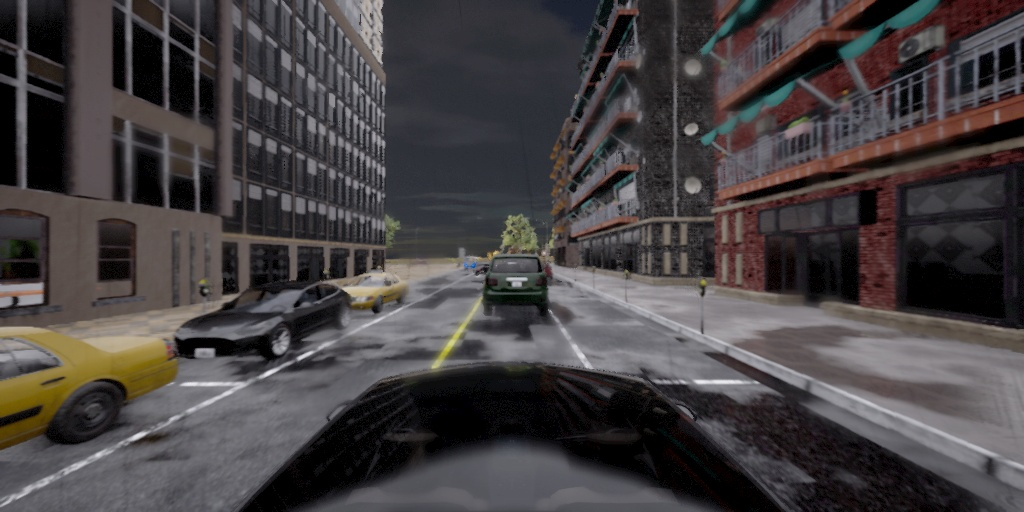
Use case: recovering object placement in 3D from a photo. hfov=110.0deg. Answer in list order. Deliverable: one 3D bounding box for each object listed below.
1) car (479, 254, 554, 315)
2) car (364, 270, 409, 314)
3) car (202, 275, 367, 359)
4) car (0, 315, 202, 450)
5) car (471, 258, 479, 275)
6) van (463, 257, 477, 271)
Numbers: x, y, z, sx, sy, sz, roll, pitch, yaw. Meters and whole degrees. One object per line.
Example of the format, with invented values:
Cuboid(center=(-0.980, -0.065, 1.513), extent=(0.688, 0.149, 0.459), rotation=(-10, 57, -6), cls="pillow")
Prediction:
Cuboid(center=(0.096, 0.947, 13.547), extent=(2.150, 2.045, 5.566), rotation=(0, 0, -1), cls="car")
Cuboid(center=(-5.314, 1.250, 13.748), extent=(1.751, 1.417, 4.829), rotation=(0, 0, 0), cls="car")
Cuboid(center=(-5.314, 1.302, 8.385), extent=(1.948, 1.339, 4.313), rotation=(0, 0, 0), cls="car")
Cuboid(center=(-5.315, 1.273, 2.682), extent=(1.751, 1.417, 4.829), rotation=(0, 0, 0), cls="car")
Cuboid(center=(-2.807, 1.239, 37.715), extent=(1.994, 1.385, 4.181), rotation=(0, 0, 0), cls="car")
Cuboid(center=(-5.341, 0.995, 47.115), extent=(1.690, 1.789, 3.998), rotation=(0, 0, 0), cls="van")
